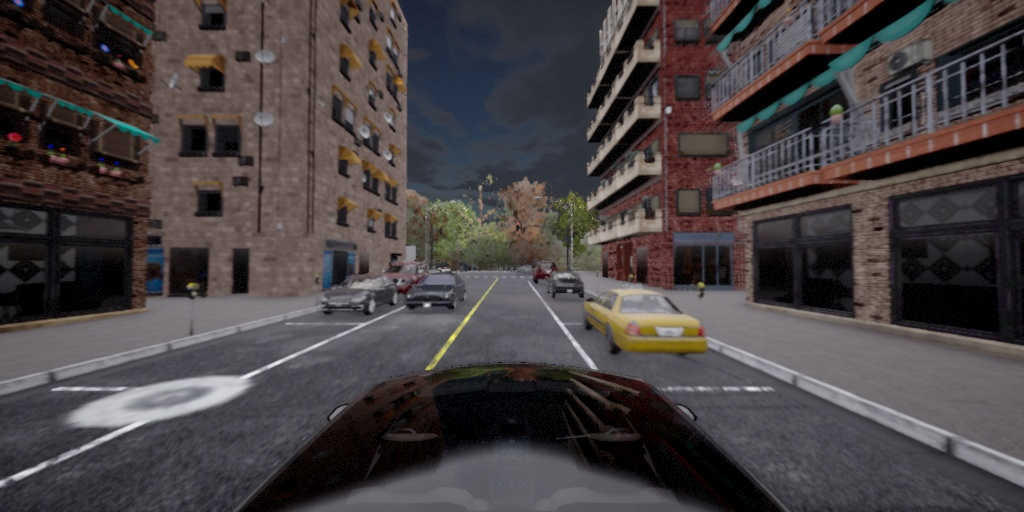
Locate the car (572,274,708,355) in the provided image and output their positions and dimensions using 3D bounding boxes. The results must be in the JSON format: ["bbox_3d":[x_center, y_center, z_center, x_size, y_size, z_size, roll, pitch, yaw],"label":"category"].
[{"bbox_3d":[2.826,1.348,8.758,1.751,1.417,4.829,0,0,0],"label":"car"}]

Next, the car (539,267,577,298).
[{"bbox_3d":[2.824,1.492,19.724,2.007,1.370,4.403,0,0,0],"label":"car"}]

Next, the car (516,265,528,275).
[{"bbox_3d":[2.641,1.773,47.024,4.181,1.385,1.994,0,-1,1],"label":"car"}]

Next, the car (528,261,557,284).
[{"bbox_3d":[2.821,1.375,30.858,2.192,1.841,5.009,0,0,0],"label":"car"}]

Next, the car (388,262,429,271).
[{"bbox_3d":[-5.824,1.256,19.754,2.192,1.841,5.009,0,0,0],"label":"car"}]

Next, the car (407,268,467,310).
[{"bbox_3d":[-3.105,1.446,15.778,2.033,1.411,5.357,0,-1,0],"label":"car"}]

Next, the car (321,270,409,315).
[{"bbox_3d":[-5.823,1.432,14.187,2.007,1.370,4.403,0,0,0],"label":"car"}]
